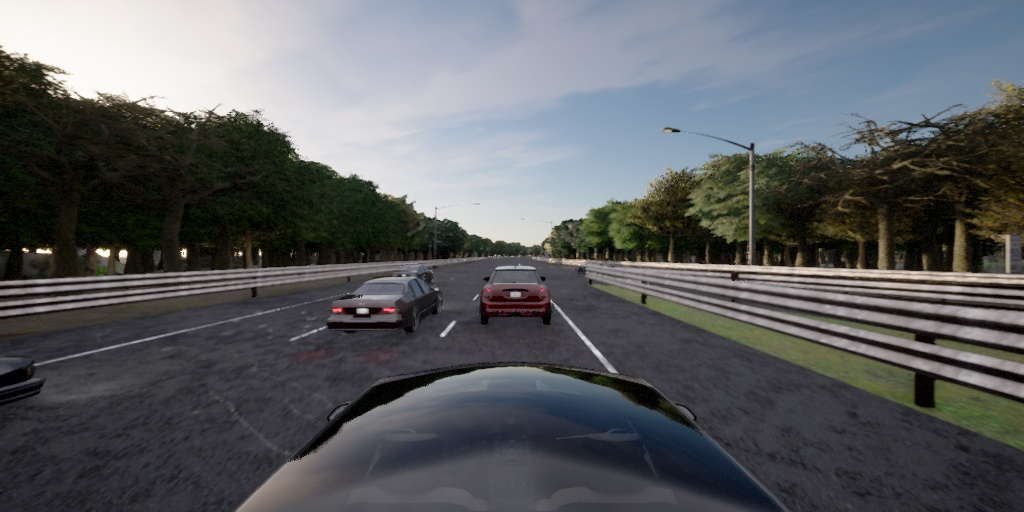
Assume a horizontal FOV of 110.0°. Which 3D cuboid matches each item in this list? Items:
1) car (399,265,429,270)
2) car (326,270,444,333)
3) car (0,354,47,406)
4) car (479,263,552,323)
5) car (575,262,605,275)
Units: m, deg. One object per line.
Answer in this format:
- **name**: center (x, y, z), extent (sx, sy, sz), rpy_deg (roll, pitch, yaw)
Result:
- **car**: center (-6.895, 1.308, 25.391), extent (2.033, 1.411, 5.357), rpy_deg (0, 0, 0)
- **car**: center (-3.399, 1.301, 10.671), extent (2.033, 1.411, 5.357), rpy_deg (0, 0, 0)
- **car**: center (-6.903, 1.287, 2.056), extent (2.033, 1.411, 5.357), rpy_deg (0, -1, 0)
- **car**: center (0.102, 1.106, 12.220), extent (2.097, 1.767, 4.553), rpy_deg (0, 0, 0)
- **car**: center (8.819, 1.367, 40.637), extent (2.033, 1.411, 5.357), rpy_deg (0, 0, -10)
